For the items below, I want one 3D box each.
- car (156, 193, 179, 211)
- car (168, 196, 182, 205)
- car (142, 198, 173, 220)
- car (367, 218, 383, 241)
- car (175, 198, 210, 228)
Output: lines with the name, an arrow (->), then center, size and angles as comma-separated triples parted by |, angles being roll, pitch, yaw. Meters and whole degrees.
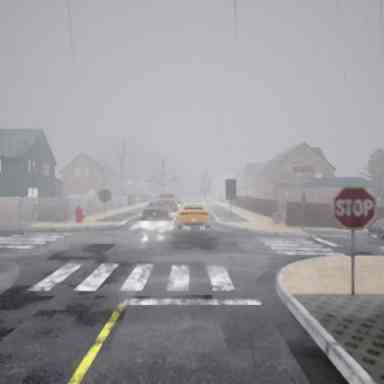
car -> -2.832, 1.089, 38.103 | 2.150, 2.045, 5.566 | 0, 0, 0
car -> -2.781, 1.403, 55.077 | 1.994, 1.385, 4.181 | 0, 0, 0
car -> -2.842, 1.459, 26.988 | 1.994, 1.385, 4.181 | 0, 0, -1
car -> 10.995, 1.582, 15.982 | 4.553, 1.767, 2.097 | 1, -1, -1
car -> 0.107, 1.405, 21.463 | 1.882, 1.535, 5.008 | 0, 1, 0
